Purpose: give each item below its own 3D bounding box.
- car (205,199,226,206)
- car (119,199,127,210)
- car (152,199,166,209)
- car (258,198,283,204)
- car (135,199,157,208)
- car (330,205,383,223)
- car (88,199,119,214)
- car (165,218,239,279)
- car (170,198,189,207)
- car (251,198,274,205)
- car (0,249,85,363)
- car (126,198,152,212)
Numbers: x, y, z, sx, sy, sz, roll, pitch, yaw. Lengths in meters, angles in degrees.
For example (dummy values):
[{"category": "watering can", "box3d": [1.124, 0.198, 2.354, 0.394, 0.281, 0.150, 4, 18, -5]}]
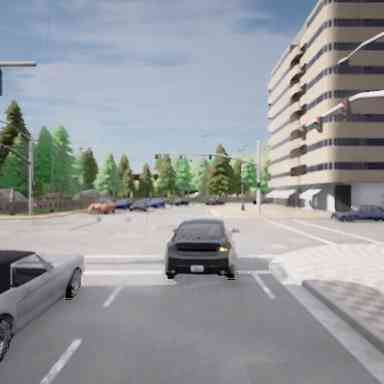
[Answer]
[{"category": "car", "box3d": [4.763, 2.014, 66.698, 2.033, 1.411, 5.357, 0, -1, 39]}, {"category": "car", "box3d": [-9.927, 1.813, 47.999, 1.882, 1.535, 5.008, 0, 0, 7]}, {"category": "car", "box3d": [-5.699, 1.847, 52.823, 1.882, 1.535, 5.008, 0, 0, 14]}, {"category": "car", "box3d": [18.341, 2.082, 77.472, 5.357, 1.411, 2.033, 0, 0, -22]}, {"category": "car", "box3d": [-7.895, 1.908, 57.720, 1.837, 1.490, 4.892, 0, 0, 19]}, {"category": "car", "box3d": [14.568, 1.799, 27.948, 5.357, 1.411, 2.033, 0, 0, 0]}, {"category": "car", "box3d": [-10.448, 1.623, 38.788, 2.097, 1.767, 4.553, 0, 0, 2]}, {"category": "car", "box3d": [0.402, 1.579, 10.322, 1.837, 1.490, 4.892, -1, 0, 7]}, {"category": "car", "box3d": [-2.277, 1.913, 62.310, 1.882, 1.535, 5.008, 0, 0, 28]}, {"category": "car", "box3d": [15.108, 2.097, 71.724, 4.718, 1.301, 1.895, 0, 0, -33]}, {"category": "car", "box3d": [-3.416, 1.641, 5.686, 1.895, 1.301, 4.718, 0, 0, 0]}, {"category": "car", "box3d": [-6.796, 1.865, 43.015, 1.994, 1.385, 4.181, 0, 0, 0]}]
